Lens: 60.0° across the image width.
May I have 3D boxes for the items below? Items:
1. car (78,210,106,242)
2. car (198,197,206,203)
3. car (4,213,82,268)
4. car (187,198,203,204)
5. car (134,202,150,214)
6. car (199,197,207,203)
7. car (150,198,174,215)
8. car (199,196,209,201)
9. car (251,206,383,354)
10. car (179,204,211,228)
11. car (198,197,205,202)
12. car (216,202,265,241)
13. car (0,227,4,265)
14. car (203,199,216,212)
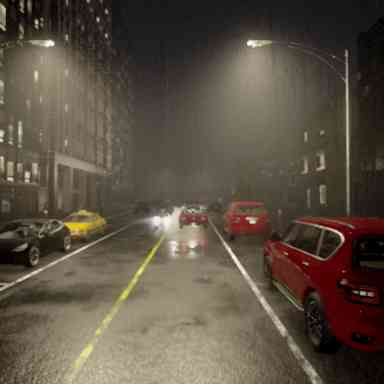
[{"bbox_3d":[-5.682,1.639,17.052,1.752,1.417,4.829,1,0,0],"label":"car"},{"bbox_3d":[2.681,2.091,89.322,1.947,1.339,4.313,1,0,0],"label":"car"},{"bbox_3d":[-5.682,1.644,11.676,1.947,1.339,4.313,1,0,0],"label":"car"},{"bbox_3d":[0.090,1.883,44.849,1.895,1.301,4.718,0,0,0],"label":"car"},{"bbox_3d":[-5.688,1.816,39.404,1.947,1.339,4.313,1,0,0],"label":"car"},{"bbox_3d":[2.683,2.042,83.776,1.887,1.381,4.507,1,0,0],"label":"car"},{"bbox_3d":[-3.010,1.733,36.633,2.128,1.511,4.902,0,0,0],"label":"car"},{"bbox_3d":[2.689,1.755,72.685,2.192,1.841,5.009,1,0,0],"label":"car"},{"bbox_3d":[2.703,1.358,6.135,2.192,1.841,5.009,1,0,0],"label":"car"},{"bbox_3d":[0.095,1.754,23.288,1.895,1.301,4.718,0,0,0],"label":"car"},{"bbox_3d":[2.679,2.119,94.866,1.947,1.339,4.313,1,0,0],"label":"car"},{"bbox_3d":[2.701,1.430,17.227,2.192,1.841,5.009,1,0,0],"label":"car"},{"bbox_3d":[-5.680,1.566,5.959,1.752,1.417,4.829,1,0,0],"label":"car"},{"bbox_3d":[2.693,1.817,39.408,1.947,1.339,4.313,1,0,0],"label":"car"}]
